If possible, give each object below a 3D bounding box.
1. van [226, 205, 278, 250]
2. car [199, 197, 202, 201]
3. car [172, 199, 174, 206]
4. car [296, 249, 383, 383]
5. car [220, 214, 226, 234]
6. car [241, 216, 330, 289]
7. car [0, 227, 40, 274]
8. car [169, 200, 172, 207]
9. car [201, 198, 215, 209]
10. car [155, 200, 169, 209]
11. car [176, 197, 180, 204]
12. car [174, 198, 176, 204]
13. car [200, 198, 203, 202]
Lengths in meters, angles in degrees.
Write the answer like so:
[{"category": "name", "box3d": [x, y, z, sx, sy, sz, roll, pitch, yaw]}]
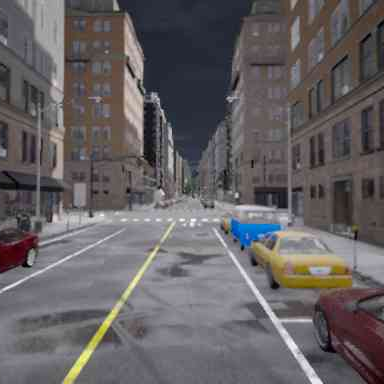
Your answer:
[{"category": "van", "box3d": [2.681, 1.512, 14.781, 1.690, 1.788, 3.998, 1, -1, 0]}, {"category": "car", "box3d": [3.217, 2.396, 74.703, 1.887, 1.381, 4.507, 1, -1, 1]}, {"category": "car", "box3d": [-5.379, 2.343, 69.277, 2.008, 1.369, 4.403, 1, -1, 1]}, {"category": "car", "box3d": [2.676, 1.623, 3.432, 1.802, 1.307, 4.206, 1, -1, 0]}, {"category": "car", "box3d": [2.681, 1.764, 20.622, 1.752, 1.417, 4.829, 1, -1, 0]}, {"category": "car", "box3d": [2.678, 1.633, 9.276, 1.752, 1.417, 4.829, 1, -1, 0]}, {"category": "car", "box3d": [-5.848, 1.652, 9.111, 1.887, 1.381, 4.507, 1, -1, 0]}, {"category": "car", "box3d": [-5.451, 2.296, 63.748, 1.947, 1.339, 4.313, 1, -1, 1]}, {"category": "car", "box3d": [3.002, 2.231, 58.113, 1.947, 1.339, 4.313, 1, -1, 1]}, {"category": "car", "box3d": [-5.523, 2.250, 58.219, 1.802, 1.307, 4.206, 1, -1, 1]}, {"category": "car", "box3d": [-5.094, 2.562, 91.221, 1.752, 1.417, 4.829, 1, -1, 1]}, {"category": "car", "box3d": [-5.307, 2.399, 74.805, 1.887, 1.381, 4.507, 1, -1, 1]}, {"category": "car", "box3d": [3.074, 2.272, 63.643, 1.887, 1.381, 4.507, 1, -1, 1]}]
